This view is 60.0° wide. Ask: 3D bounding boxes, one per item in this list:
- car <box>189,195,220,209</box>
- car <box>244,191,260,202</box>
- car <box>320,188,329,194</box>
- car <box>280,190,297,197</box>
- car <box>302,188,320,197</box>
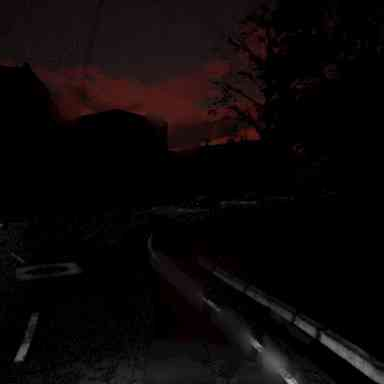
[{"bbox_3d":[1.515,1.139,40.315,1.882,1.535,5.008,-1,2,35],"label":"car"},{"bbox_3d":[9.944,0.632,52.337,1.882,1.535,5.008,-1,3,35],"label":"car"},{"bbox_3d":[28.943,-0.254,73.621,1.895,1.301,4.718,-1,1,35],"label":"car"},{"bbox_3d":[18.867,0.334,64.946,1.895,1.301,4.718,-1,1,35],"label":"car"},{"bbox_3d":[22.933,0.128,65.076,1.837,1.490,4.892,-1,1,35],"label":"car"}]
